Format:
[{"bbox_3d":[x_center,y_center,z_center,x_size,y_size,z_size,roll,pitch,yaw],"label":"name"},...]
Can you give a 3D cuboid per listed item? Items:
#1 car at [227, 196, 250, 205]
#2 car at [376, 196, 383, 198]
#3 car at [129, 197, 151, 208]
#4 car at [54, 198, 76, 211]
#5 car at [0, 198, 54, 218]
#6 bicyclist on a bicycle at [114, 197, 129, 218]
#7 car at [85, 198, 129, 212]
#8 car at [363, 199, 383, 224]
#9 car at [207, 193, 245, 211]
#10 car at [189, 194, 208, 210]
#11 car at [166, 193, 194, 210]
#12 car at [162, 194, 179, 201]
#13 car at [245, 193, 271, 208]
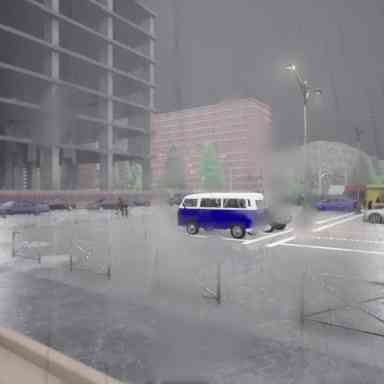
[{"bbox_3d":[8.174,1.422,58.174,1.882,1.535,5.008,0,0,35],"label":"car"},{"bbox_3d":[16.452,1.153,26.046,4.605,1.855,1.932,0,0,36],"label":"car"},{"bbox_3d":[-7.998,1.436,47.543,2.128,1.511,4.902,0,0,35],"label":"car"},{"bbox_3d":[-15.316,1.436,37.186,2.128,1.511,4.902,0,0,35],"label":"car"},{"bbox_3d":[-15.858,1.492,30.348,2.033,1.411,5.357,0,0,35],"label":"car"},{"bbox_3d":[-5.504,1.248,25.969,1.656,1.620,0.582,0,0,35],"label":"bicyclist on a bicycle"},{"bbox_3d":[-10.034,1.448,38.601,1.837,1.490,4.892,0,0,35],"label":"car"},{"bbox_3d":[13.246,1.395,21.481,3.806,1.475,1.970,0,0,36],"label":"car"},{"bbox_3d":[4.929,1.166,47.431,2.150,2.045,5.566,0,0,36],"label":"car"},{"bbox_3d":[2.250,1.436,49.692,2.128,1.511,4.902,0,0,36],"label":"car"},{"bbox_3d":[-1.515,1.167,50.619,2.150,2.045,5.566,0,0,35],"label":"car"},{"bbox_3d":[-5.108,1.285,77.827,1.851,1.617,3.988,0,0,36],"label":"car"},{"bbox_3d":[11.034,1.436,56.157,2.128,1.511,4.902,0,0,35],"label":"car"}]
